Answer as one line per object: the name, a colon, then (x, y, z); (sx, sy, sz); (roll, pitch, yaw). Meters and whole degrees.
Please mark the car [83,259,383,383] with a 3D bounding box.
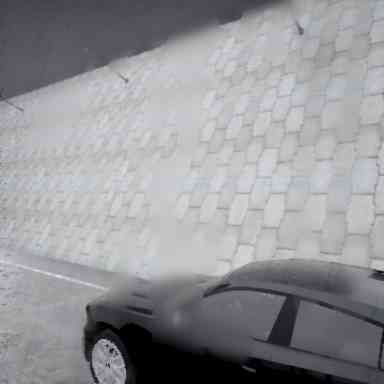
car: (0.941, 1.460, 3.364); (5.008, 1.535, 1.882); (0, 0, 36)
